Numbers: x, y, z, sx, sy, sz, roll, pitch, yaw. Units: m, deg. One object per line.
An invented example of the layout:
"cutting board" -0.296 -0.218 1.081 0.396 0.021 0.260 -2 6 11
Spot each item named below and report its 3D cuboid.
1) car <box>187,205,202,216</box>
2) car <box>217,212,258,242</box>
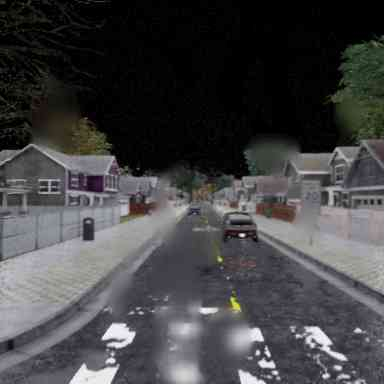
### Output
"car" 0.410 2.537 46.877 2.033 1.411 5.357 0 -1 1
"car" 2.527 1.902 18.731 1.837 1.490 4.892 0 -1 2
